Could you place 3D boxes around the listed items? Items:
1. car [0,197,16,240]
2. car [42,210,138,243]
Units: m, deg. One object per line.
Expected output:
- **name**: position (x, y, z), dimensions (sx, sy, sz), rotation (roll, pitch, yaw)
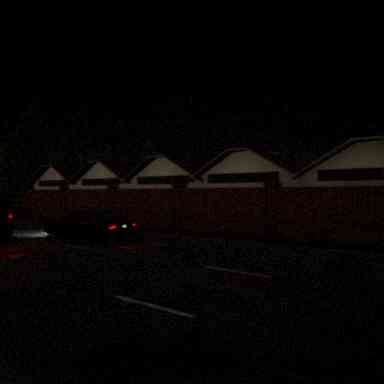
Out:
- **car**: position (-10.664, 1.247, 15.902), dimensions (5.566, 2.045, 2.150), rotation (0, 0, 36)
- **car**: position (-5.035, 1.566, 16.185), dimensions (5.357, 1.411, 2.033), rotation (0, 0, 36)
